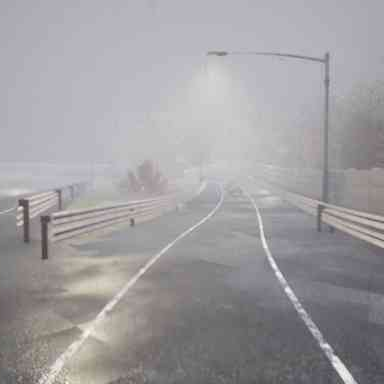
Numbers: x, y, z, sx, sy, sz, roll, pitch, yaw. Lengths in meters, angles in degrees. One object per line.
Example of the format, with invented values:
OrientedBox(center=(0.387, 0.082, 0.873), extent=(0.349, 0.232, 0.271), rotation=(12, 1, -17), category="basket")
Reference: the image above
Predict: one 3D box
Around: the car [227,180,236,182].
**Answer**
OrientedBox(center=(6.999, -1.413, 58.167), extent=(2.128, 1.511, 4.902), rotation=(0, 6, 3), category="car")

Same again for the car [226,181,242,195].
OrientedBox(center=(6.219, -0.386, 48.162), extent=(1.895, 1.301, 4.718), rotation=(0, 5, 5), category="car")
